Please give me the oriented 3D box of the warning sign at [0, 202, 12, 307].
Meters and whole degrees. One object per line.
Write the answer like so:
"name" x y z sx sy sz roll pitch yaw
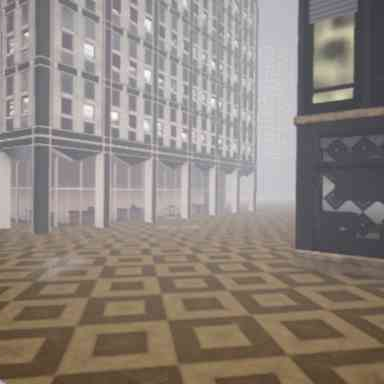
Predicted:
"warning sign" -4.119 1.103 5.860 1.060 1.860 1.300 1 0 35
